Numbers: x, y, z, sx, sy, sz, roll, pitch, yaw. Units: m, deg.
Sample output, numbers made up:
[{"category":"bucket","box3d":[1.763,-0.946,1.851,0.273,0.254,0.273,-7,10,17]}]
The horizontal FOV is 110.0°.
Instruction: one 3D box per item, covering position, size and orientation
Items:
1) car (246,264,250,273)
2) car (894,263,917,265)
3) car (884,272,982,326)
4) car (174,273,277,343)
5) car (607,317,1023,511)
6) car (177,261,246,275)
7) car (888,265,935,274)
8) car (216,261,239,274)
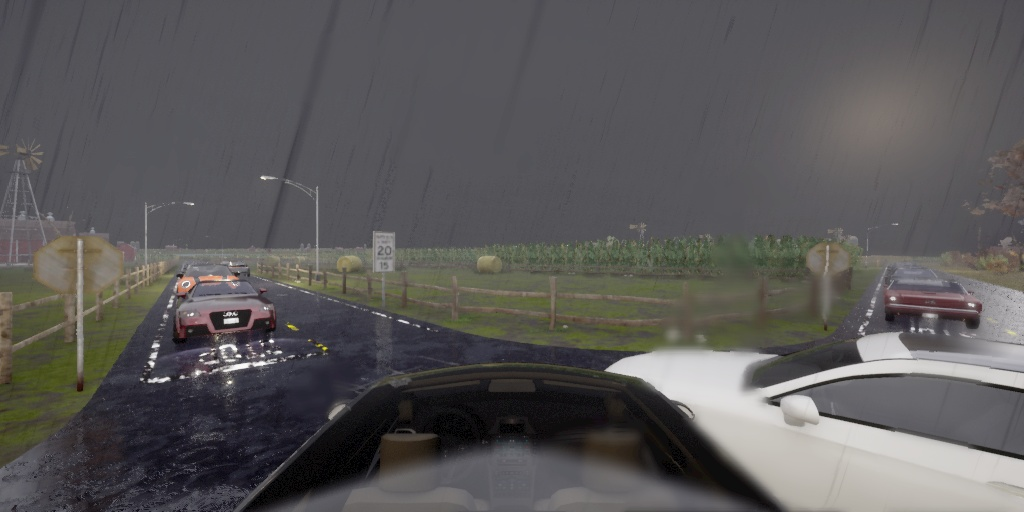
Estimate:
[{"category":"car","box3d":[-27.281,1.298,35.519,2.128,1.511,4.902,0,0,-42]},{"category":"car","box3d":[27.146,1.401,24.563,4.181,1.385,1.994,0,1,-43]},{"category":"car","box3d":[13.423,1.397,11.627,4.718,1.301,1.895,0,1,-44]},{"category":"car","box3d":[-8.022,1.359,9.970,1.994,1.385,4.181,0,0,-43]},{"category":"car","box3d":[2.822,1.293,2.475,1.812,1.442,4.674,0,1,-44]},{"category":"car","box3d":[-13.853,1.147,16.404,2.097,1.767,4.553,0,0,-42]},{"category":"car","box3d":[20.445,1.363,18.251,5.357,1.411,2.033,0,1,-43]},{"category":"car","box3d":[-34.066,1.323,42.920,1.837,1.490,4.892,0,0,-42]}]
